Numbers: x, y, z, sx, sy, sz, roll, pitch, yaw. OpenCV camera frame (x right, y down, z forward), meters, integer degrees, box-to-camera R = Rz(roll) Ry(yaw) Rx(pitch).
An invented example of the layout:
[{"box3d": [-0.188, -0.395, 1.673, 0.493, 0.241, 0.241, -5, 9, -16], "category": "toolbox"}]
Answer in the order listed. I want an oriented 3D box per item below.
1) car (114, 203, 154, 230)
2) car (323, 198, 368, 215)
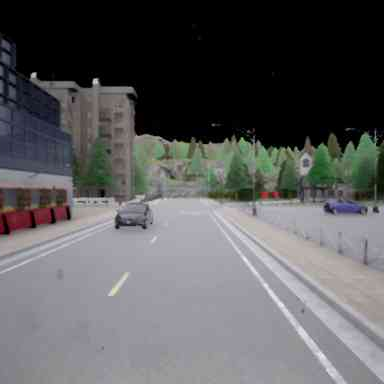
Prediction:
[{"box3d": [-3.516, 1.452, 20.793, 1.837, 1.490, 4.892, 0, 0, 0], "category": "car"}, {"box3d": [13.878, 1.310, 30.021, 3.633, 1.501, 1.845, 0, 0, 0], "category": "car"}]
